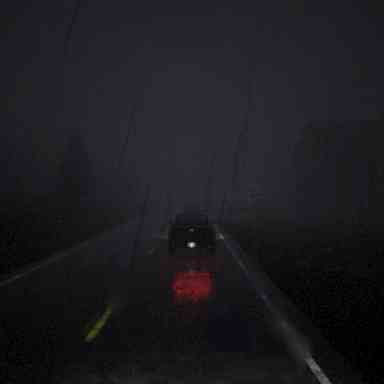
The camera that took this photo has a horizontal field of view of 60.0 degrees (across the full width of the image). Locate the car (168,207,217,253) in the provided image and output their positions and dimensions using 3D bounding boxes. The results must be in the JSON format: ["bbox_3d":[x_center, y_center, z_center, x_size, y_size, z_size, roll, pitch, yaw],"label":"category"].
[{"bbox_3d":[0.003,1.641,14.327,1.837,1.490,4.892,0,0,0],"label":"car"}]

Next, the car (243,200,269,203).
[{"bbox_3d":[11.682,2.045,61.134,5.008,1.535,1.882,0,-1,-5],"label":"car"}]

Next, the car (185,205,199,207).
[{"bbox_3d":[-0.001,1.836,29.329,1.994,1.385,4.181,0,0,0],"label":"car"}]
